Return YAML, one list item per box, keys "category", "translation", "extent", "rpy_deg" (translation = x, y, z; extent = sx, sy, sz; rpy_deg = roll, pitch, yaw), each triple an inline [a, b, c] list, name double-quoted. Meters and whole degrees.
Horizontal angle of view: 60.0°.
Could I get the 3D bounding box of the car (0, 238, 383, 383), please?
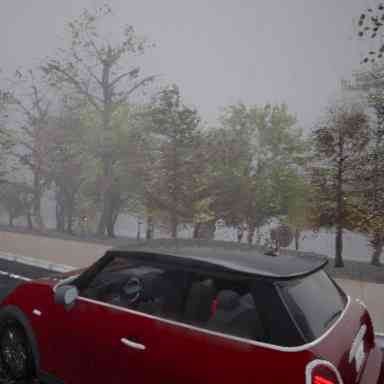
- category: "car"
  translation: [-0.362, 1.355, 3.944]
  extent: [4.553, 1.767, 2.097]
  rpy_deg: [0, 0, 36]
